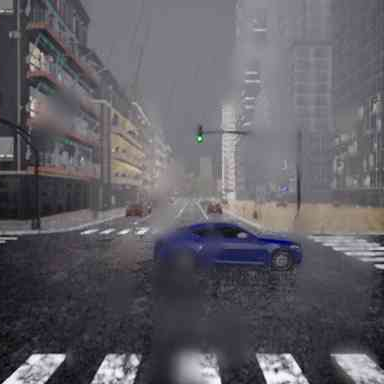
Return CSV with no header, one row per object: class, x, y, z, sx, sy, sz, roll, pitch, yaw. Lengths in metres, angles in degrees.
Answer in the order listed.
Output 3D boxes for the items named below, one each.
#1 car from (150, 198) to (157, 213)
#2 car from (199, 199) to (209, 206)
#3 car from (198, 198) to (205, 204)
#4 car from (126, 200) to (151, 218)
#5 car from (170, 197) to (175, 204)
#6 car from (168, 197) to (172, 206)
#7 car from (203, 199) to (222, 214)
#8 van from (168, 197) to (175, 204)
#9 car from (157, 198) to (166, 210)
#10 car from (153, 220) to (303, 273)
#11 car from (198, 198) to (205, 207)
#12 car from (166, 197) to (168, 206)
car,-5.694,1.821,40.023,1.967,1.590,4.097,-1,-1,0
car,2.663,2.260,73.970,1.887,1.381,4.507,-1,-1,0
car,2.666,2.411,91.087,1.752,1.417,4.829,-1,-1,0
car,-5.694,1.872,34.374,1.887,1.381,4.507,-1,-1,0
car,-5.686,2.141,85.214,2.192,1.841,5.009,-1,-1,0
car,-5.686,2.240,68.266,1.802,1.307,4.206,-1,-1,0
car,2.654,1.927,40.078,1.887,1.381,4.507,-1,-1,0
van,-5.684,2.224,90.861,1.690,1.788,3.998,-1,-1,0
car,-5.693,1.806,51.323,2.192,1.841,5.009,-1,-1,0
car,1.098,1.648,10.620,4.674,1.442,1.812,0,0,0
car,2.660,2.155,62.672,2.008,1.369,4.403,-1,-1,0
car,-5.690,1.987,56.969,1.967,1.590,4.097,-1,-1,0
